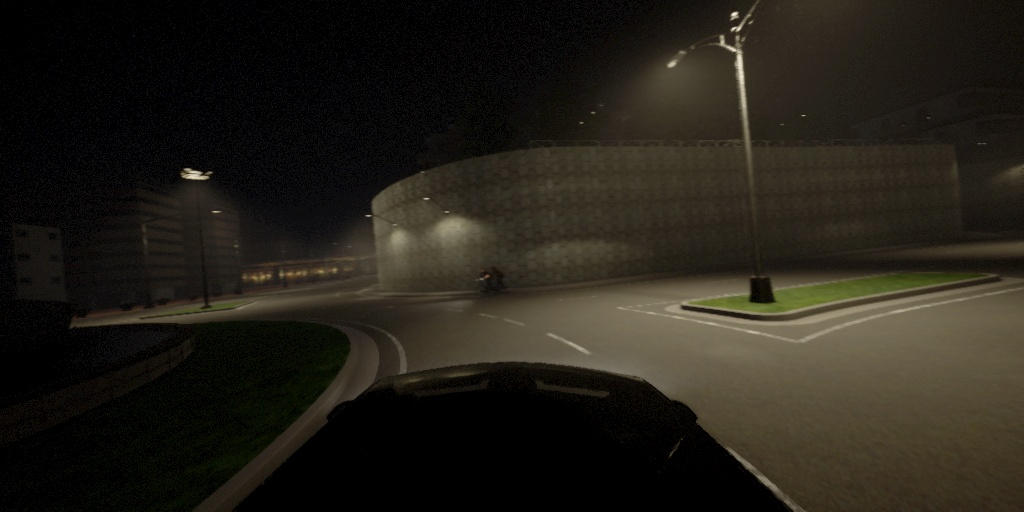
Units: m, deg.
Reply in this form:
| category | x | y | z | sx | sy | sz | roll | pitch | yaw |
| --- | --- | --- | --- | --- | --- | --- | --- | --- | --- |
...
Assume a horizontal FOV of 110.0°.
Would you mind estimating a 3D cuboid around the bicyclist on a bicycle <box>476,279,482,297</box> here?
| category | x | y | z | sx | sy | sz | roll | pitch | yaw |
| --- | --- | --- | --- | --- | --- | --- | --- | --- | --- |
| bicyclist on a bicycle | -1.449 | 1.439 | 20.183 | 0.582 | 1.620 | 1.656 | -11 | -4 | 43 |

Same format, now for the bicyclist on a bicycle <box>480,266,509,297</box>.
| category | x | y | z | sx | sy | sz | roll | pitch | yaw |
| --- | --- | --- | --- | --- | --- | --- | --- | --- | --- |
| bicyclist on a bicycle | -0.815 | 1.387 | 20.156 | 1.656 | 1.620 | 0.582 | -5 | -3 | -43 |
